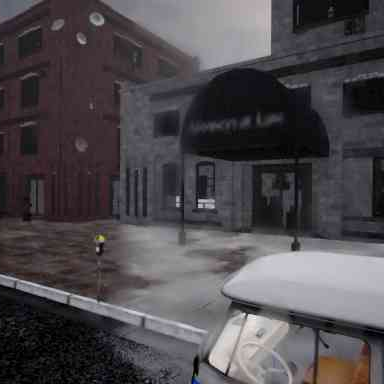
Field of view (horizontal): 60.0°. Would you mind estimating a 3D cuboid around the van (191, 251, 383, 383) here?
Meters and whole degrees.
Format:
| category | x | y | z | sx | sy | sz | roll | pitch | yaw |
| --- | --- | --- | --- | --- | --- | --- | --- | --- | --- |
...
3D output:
| category | x | y | z | sx | sy | sz | roll | pitch | yaw |
| --- | --- | --- | --- | --- | --- | --- | --- | --- | --- |
| van | 1.797 | 1.341 | 1.622 | 3.998 | 1.788 | 1.690 | 0 | 1 | 34 |
